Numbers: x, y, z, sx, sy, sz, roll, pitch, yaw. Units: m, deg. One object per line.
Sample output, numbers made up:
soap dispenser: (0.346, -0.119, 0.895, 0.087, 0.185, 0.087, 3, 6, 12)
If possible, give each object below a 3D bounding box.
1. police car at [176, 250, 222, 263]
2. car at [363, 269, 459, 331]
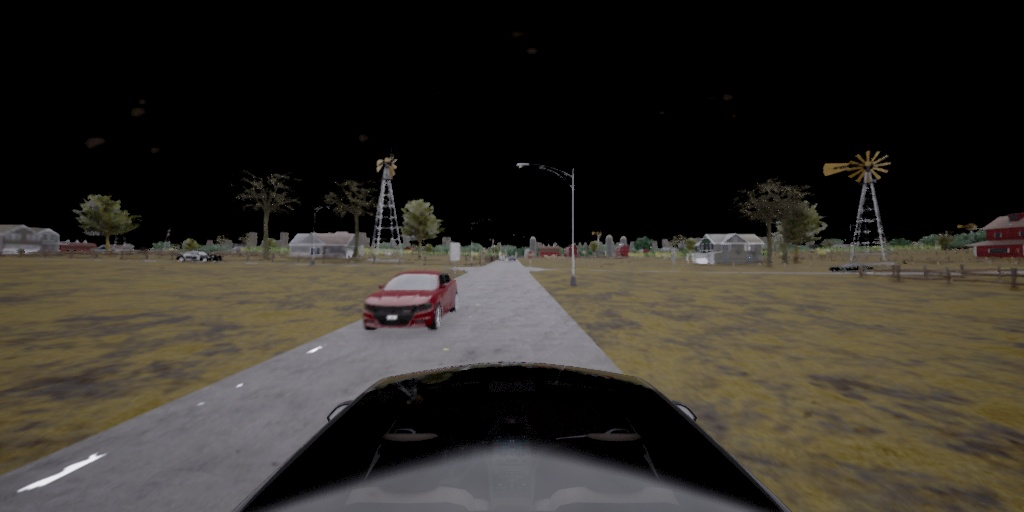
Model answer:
police car: (-41.730, 0.026, 47.883, 5.238, 1.638, 1.930, 1, -1, 0)
car: (-2.848, 1.179, 11.030, 1.882, 1.535, 5.008, 0, 0, 0)
